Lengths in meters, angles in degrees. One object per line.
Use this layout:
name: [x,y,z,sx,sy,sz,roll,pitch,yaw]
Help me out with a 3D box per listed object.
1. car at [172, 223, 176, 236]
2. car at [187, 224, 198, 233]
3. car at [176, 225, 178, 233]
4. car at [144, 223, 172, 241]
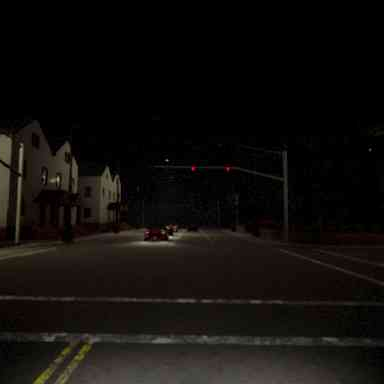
car: [-3.503,5.071,43.688,1.994,1.385,4.181,0,-5,0]
car: [0.108,6.336,58.173,2.033,1.411,5.357,0,-5,0]
car: [-3.464,5.881,55.416,2.097,1.767,4.553,0,-5,0]
car: [-3.522,3.993,33.762,2.097,1.767,4.553,0,-5,0]
